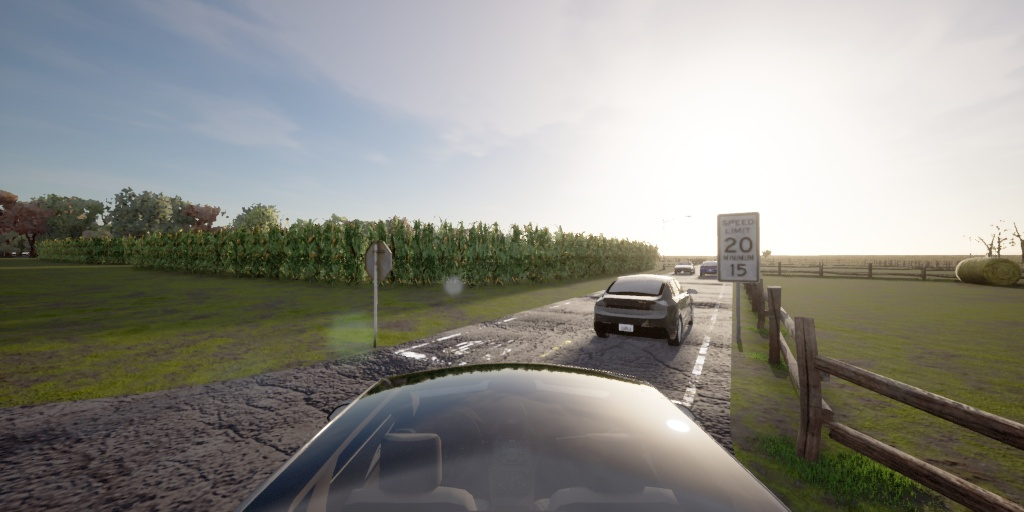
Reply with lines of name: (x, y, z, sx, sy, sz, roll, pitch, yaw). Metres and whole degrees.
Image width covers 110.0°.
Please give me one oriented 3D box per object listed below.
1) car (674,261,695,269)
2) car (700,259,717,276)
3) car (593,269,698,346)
car: (19.808, 1.323, 40.971, 2.033, 1.411, 5.357, 0, 0, 32)
car: (20.173, 1.237, 36.224, 1.882, 1.535, 5.008, 0, 0, 32)
car: (3.659, 1.257, 9.571, 1.837, 1.490, 4.892, 0, 0, 32)
